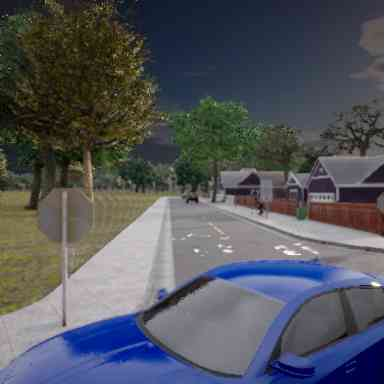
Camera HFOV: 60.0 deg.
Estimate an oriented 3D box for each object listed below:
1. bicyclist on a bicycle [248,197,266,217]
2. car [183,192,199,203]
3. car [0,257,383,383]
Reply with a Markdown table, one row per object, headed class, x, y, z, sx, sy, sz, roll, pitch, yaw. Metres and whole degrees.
| class | x | y | z | sx | sy | sz | roll | pitch | yaw |
| --- | --- | --- | --- | --- | --- | --- | --- | --- | --- |
| bicyclist on a bicycle | 5.432 | 1.269 | 27.484 | 1.656 | 1.620 | 0.582 | 0 | 0 | -4 |
| car | 0.045 | 1.067 | 62.301 | 2.150 | 2.045 | 5.566 | 0 | 0 | -4 |
| car | 0.741 | 1.518 | 3.405 | 5.008 | 1.535 | 1.882 | 1 | -1 | -33 |
